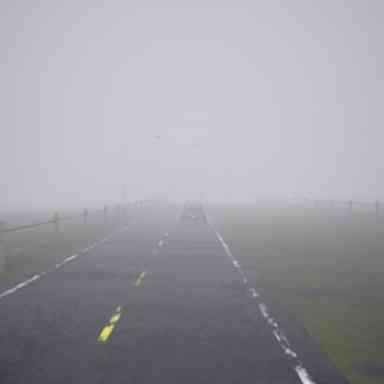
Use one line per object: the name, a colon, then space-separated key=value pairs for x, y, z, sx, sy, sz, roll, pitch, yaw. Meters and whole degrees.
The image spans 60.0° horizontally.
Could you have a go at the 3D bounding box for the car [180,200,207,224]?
car: x=0.106 y=1.506 z=24.823 sx=2.128 sy=1.511 sz=4.902 roll=0 pitch=0 yaw=0

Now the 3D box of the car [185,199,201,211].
car: x=0.113 y=1.628 z=42.922 sx=1.895 sy=1.301 sz=4.718 roll=0 pitch=0 yaw=0
